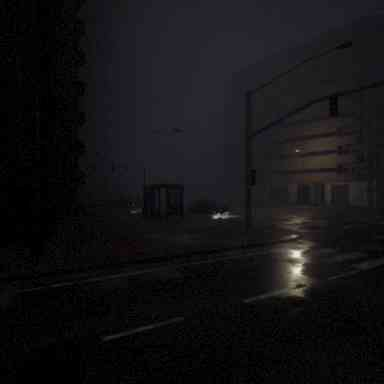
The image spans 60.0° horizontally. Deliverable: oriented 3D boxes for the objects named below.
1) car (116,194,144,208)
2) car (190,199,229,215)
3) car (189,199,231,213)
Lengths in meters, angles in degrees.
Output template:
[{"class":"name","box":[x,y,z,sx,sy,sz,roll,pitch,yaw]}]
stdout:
[{"class":"car","box":[-8.783,1.321,48.114,2.150,2.045,5.566,0,0,-36]},{"class":"car","box":[1.583,1.569,33.878,1.994,1.385,4.181,0,0,-36]},{"class":"car","box":[1.979,1.544,39.248,2.033,1.411,5.357,0,0,-36]}]
